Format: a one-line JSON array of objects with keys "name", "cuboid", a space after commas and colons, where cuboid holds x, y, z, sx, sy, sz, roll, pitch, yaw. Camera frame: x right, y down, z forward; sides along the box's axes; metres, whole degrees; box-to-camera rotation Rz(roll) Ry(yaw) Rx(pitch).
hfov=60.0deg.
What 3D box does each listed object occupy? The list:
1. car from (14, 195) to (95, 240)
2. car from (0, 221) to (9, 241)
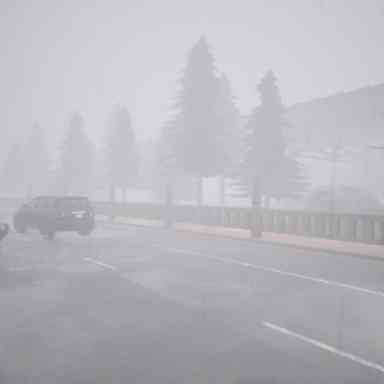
[{"name": "car", "cuboid": [-7.146, 1.178, 17.103, 5.566, 2.045, 2.150, 1, 0, 43]}, {"name": "car", "cuboid": [-10.104, 1.516, 15.068, 4.718, 1.301, 1.895, 1, 0, 42]}]
